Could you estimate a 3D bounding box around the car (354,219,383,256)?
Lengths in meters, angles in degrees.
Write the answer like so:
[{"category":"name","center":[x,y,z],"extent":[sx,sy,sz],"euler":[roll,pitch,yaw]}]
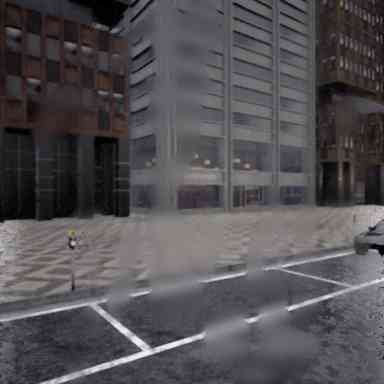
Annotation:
[{"category":"car","center":[7.709,1.595,12.146],"extent":[4.313,1.339,1.947],"euler":[0,0,-35]}]
